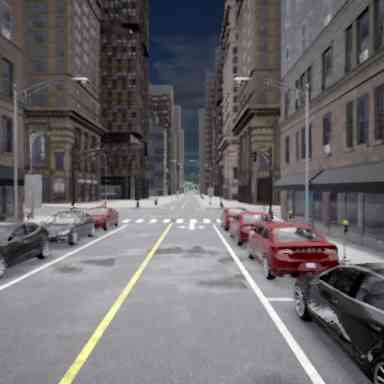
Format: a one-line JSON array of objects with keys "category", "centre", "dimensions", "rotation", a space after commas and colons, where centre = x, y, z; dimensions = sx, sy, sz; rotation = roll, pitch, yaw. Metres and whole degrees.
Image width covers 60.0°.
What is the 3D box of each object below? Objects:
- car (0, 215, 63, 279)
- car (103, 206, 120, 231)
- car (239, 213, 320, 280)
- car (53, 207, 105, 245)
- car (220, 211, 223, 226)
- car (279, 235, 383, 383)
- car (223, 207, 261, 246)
[{"category": "car", "centre": [-5.772, 1.592, 9.955], "dimensions": [1.947, 1.339, 4.313], "rotation": [-1, 0, 0]}, {"category": "car", "centre": [-5.771, 1.599, 20.965], "dimensions": [1.887, 1.381, 4.507], "rotation": [-1, 0, 0]}, {"category": "car", "centre": [2.753, 1.569, 9.953], "dimensions": [1.887, 1.381, 4.507], "rotation": [-1, 0, 0]}, {"category": "car", "centre": [-5.771, 1.591, 15.460], "dimensions": [2.008, 1.369, 4.403], "rotation": [-1, 0, 0]}, {"category": "car", "centre": [2.754, 1.597, 20.964], "dimensions": [1.887, 1.381, 4.507], "rotation": [-1, 0, 0]}, {"category": "car", "centre": [2.753, 1.577, 4.449], "dimensions": [1.947, 1.339, 4.313], "rotation": [-1, 0, 0]}, {"category": "car", "centre": [2.754, 1.583, 15.459], "dimensions": [1.887, 1.381, 4.507], "rotation": [-1, 0, 0]}]
